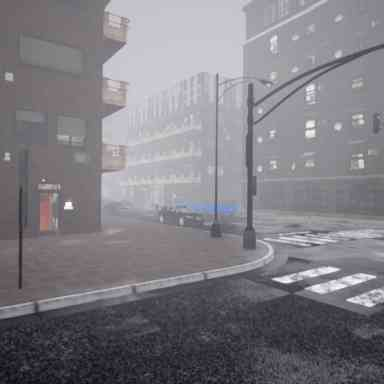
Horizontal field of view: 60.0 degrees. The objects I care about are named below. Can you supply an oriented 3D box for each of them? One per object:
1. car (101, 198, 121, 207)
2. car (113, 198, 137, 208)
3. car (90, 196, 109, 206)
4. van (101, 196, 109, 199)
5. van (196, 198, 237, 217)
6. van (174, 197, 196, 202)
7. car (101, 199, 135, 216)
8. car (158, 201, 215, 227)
[{"bbox_3d":[-13.410,1.732,54.888,1.802,1.307,4.206,1,-1,-35],"label":"car"},{"bbox_3d":[-10.223,1.686,50.291,1.887,1.381,4.507,1,-1,-35],"label":"car"},{"bbox_3d":[-16.596,1.600,59.487,1.967,1.590,4.097,1,-1,-35],"label":"car"},{"bbox_3d":[-10.324,1.363,36.607,1.690,1.788,3.998,1,-1,-35],"label":"van"},{"bbox_3d":[2.526,1.442,31.901,1.690,1.788,3.998,1,-1,-35],"label":"van"},{"bbox_3d":[-0.661,1.452,36.499,1.690,1.788,3.998,1,-1,-35],"label":"van"},{"bbox_3d":[-7.139,1.593,32.008,1.802,1.307,4.206,1,-1,-35],"label":"car"},{"bbox_3d":[-0.765,1.541,22.813,2.008,1.369,4.403,1,-1,-35],"label":"car"}]
